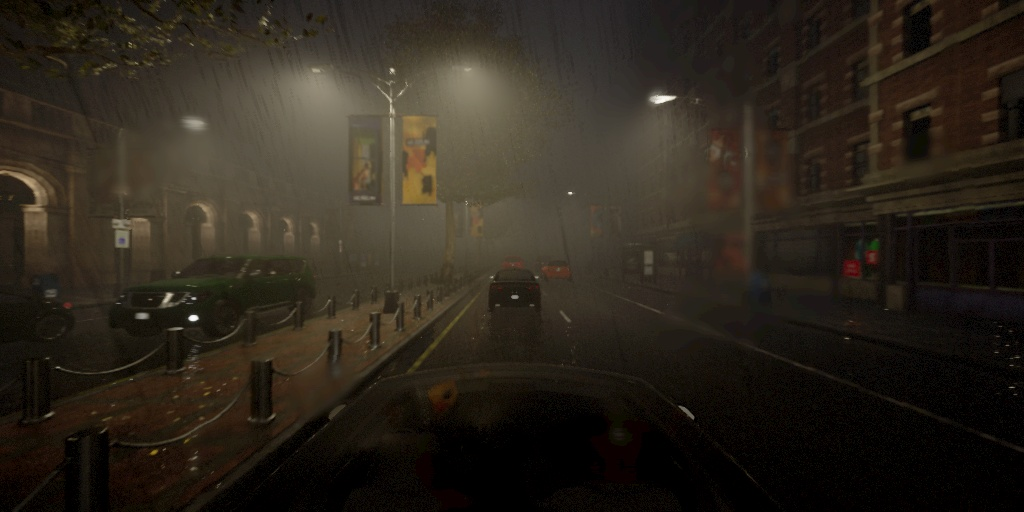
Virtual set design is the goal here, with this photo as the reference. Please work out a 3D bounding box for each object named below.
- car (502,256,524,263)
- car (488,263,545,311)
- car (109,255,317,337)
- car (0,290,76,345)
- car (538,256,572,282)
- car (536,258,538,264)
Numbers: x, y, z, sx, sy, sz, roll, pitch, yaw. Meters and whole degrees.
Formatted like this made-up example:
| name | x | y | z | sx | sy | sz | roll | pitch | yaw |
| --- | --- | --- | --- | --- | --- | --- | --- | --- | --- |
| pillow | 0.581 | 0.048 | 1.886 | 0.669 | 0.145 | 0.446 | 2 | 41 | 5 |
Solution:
| name | x | y | z | sx | sy | sz | roll | pitch | yaw |
| --- | --- | --- | --- | --- | --- | --- | --- | --- | --- |
| car | 0.089 | 0.973 | 37.832 | 2.150 | 2.045 | 5.566 | 0 | 0 | 0 |
| car | 0.097 | 1.228 | 14.545 | 1.882 | 1.535 | 5.008 | 0 | 0 | 0 |
| car | -8.088 | 0.974 | 10.614 | 2.150 | 2.045 | 5.566 | 0 | 0 | 0 |
| car | -11.557 | 1.314 | 6.882 | 1.994 | 1.385 | 4.181 | 0 | 0 | 0 |
| car | 3.571 | 1.103 | 29.603 | 2.097 | 1.767 | 4.553 | 0 | 0 | 0 |
| car | 4.429 | 0.974 | 45.122 | 2.150 | 2.045 | 5.566 | -1 | 0 | 15 |
